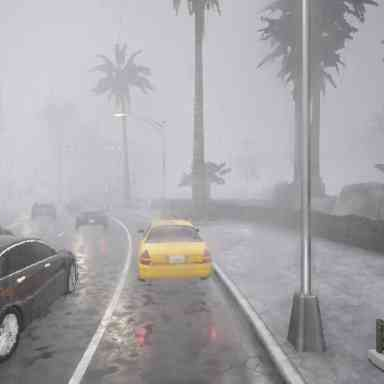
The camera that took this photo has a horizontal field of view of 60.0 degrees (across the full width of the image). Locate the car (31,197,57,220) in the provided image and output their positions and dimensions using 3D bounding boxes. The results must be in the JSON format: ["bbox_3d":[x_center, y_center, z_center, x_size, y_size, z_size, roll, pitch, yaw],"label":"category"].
[{"bbox_3d":[-12.721,1.482,28.571,2.128,1.511,4.902,0,0,-24],"label":"car"}]

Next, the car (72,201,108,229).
[{"bbox_3d":[-6.448,1.521,21.462,1.812,1.442,4.674,0,0,-16],"label":"car"}]

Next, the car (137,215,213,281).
[{"bbox_3d":[-0.649,1.456,9.853,1.801,1.575,5.366,0,0,-7],"label":"car"}]

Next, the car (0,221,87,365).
[{"bbox_3d":[-3.419,1.502,5.738,1.837,1.490,4.892,0,0,-4],"label":"car"}]

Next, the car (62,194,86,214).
[{"bbox_3d":[-12.480,1.340,35.540,2.097,1.767,4.553,0,0,-30],"label":"car"}]
